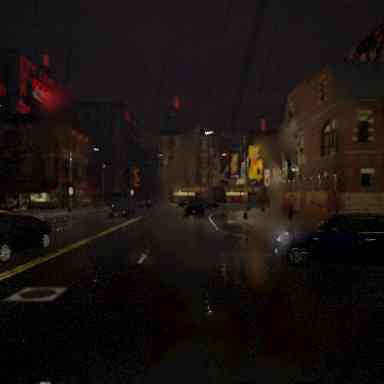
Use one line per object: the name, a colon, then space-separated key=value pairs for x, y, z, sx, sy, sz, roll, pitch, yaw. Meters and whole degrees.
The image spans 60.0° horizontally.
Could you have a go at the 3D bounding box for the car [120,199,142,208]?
car: x=-8.890 y=1.811 z=44.063 sx=2.097 sy=1.767 sz=4.553 roll=0 pitch=-1 yaw=14

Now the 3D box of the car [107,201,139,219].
car: x=-6.895 y=1.871 z=33.089 sx=1.812 sy=1.442 sz=4.674 roll=0 pitch=-1 yaw=3

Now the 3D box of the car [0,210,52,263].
car: x=-7.112 y=1.611 z=12.648 sx=1.882 sy=1.535 sz=5.008 roll=0 pitch=-1 yaw=0

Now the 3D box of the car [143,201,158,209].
car: x=-7.804 y=2.187 z=56.823 sx=1.895 sy=1.301 sz=4.718 roll=0 pitch=-1 yaw=30

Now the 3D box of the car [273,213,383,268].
car: x=4.960 y=1.465 z=10.752 sx=4.553 sy=1.767 sz=2.097 roll=0 pitch=-1 yaw=18

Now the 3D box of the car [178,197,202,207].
car: x=-0.044 y=1.890 z=63.516 sx=2.150 sy=2.045 sz=5.566 roll=0 pitch=-1 yaw=36

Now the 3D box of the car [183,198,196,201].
car: x=0.904 y=2.211 z=58.560 sx=1.895 sy=1.301 sz=4.718 roll=0 pitch=-1 yaw=33

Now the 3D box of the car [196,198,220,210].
car: x=2.815 y=2.118 z=54.764 sx=2.033 sy=1.411 sz=5.357 roll=0 pitch=-1 yaw=30

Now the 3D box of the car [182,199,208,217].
car: x=0.439 y=1.852 z=35.912 sx=1.882 sy=1.535 sz=5.008 roll=0 pitch=-1 yaw=5
